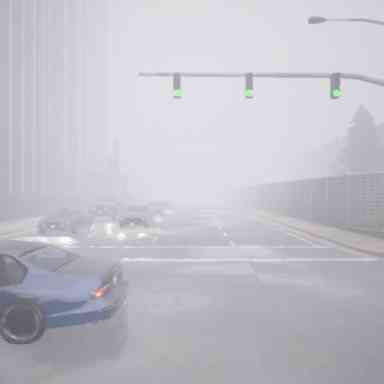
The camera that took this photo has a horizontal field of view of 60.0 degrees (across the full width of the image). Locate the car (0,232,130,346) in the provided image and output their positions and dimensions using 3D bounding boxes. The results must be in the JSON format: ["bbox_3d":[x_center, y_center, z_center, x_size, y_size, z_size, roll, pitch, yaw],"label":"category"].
[{"bbox_3d":[-3.835,1.561,5.739,5.357,1.411,2.033,0,0,0],"label":"car"}]

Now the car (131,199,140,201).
[{"bbox_3d":[-7.089,1.582,42.743,2.033,1.411,5.357,0,0,0],"label":"car"}]

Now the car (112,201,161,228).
[{"bbox_3d":[-3.600,1.554,22.611,2.033,1.411,5.357,0,0,0],"label":"car"}]

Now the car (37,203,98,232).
[{"bbox_3d":[-7.100,1.563,18.954,1.994,1.385,4.181,0,0,0],"label":"car"}]

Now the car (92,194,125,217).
[{"bbox_3d":[-7.099,1.235,28.359,2.150,2.045,5.566,0,0,0],"label":"car"}]

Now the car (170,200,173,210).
[{"bbox_3d":[-3.582,1.641,44.662,1.895,1.301,4.718,0,0,0],"label":"car"}]

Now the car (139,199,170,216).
[{"bbox_3d":[-3.599,1.570,32.682,2.033,1.411,5.357,0,0,0],"label":"car"}]
